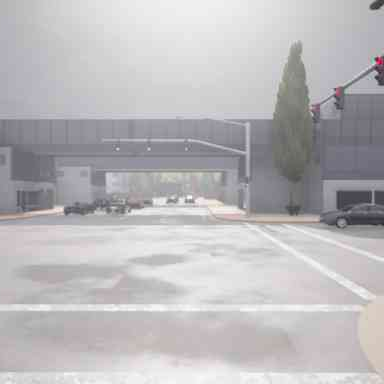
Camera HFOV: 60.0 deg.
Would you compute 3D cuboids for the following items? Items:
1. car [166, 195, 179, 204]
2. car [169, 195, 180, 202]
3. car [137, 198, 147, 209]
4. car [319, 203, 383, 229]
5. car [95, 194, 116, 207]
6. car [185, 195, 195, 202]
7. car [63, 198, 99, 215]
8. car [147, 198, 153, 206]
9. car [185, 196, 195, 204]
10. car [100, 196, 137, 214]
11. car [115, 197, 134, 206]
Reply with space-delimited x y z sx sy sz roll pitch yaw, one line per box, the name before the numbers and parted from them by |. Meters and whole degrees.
car | -3.978 1.566 64.808 2.033 1.411 5.357 0 0 0
car | -3.917 1.467 74.495 2.128 1.511 4.902 0 0 0
car | -7.694 1.491 45.035 1.882 1.535 5.008 0 0 0
car | 10.701 1.511 21.285 4.892 1.490 1.837 0 0 1
car | -11.198 1.234 43.336 2.150 2.045 5.566 0 0 0
car | -0.417 1.485 74.401 1.994 1.385 4.181 0 0 0
car | -11.272 1.611 33.570 1.895 1.301 4.718 0 0 0
car | -7.623 1.617 55.157 1.895 1.301 4.718 0 0 1
car | -0.470 1.583 66.115 1.994 1.385 4.181 0 0 0
car | -7.746 1.502 35.531 2.128 1.511 4.902 0 0 2
car | -11.121 1.564 55.368 2.033 1.411 5.357 0 0 1
